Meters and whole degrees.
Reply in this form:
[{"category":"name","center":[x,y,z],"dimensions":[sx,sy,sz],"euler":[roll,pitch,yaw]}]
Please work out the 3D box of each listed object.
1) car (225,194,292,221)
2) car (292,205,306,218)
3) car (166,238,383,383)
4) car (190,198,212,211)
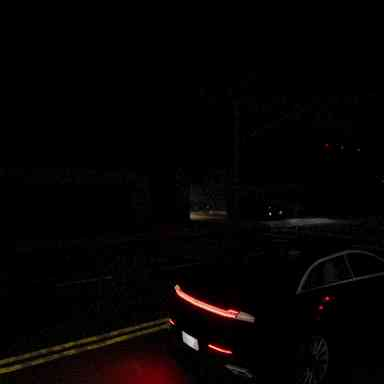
[{"category":"car","center":[5.152,1.220,27.765],"dimensions":[2.150,2.045,5.566],"euler":[0,0,-37]},{"category":"car","center":[7.819,1.477,30.044],"dimensions":[1.882,1.535,5.008],"euler":[0,0,-37]},{"category":"car","center":[1.954,1.491,5.223],"dimensions":[4.902,1.511,2.128],"euler":[0,0,-35]},{"category":"car","center":[0.347,1.492,40.047],"dimensions":[2.128,1.511,4.902],"euler":[0,0,-37]}]
